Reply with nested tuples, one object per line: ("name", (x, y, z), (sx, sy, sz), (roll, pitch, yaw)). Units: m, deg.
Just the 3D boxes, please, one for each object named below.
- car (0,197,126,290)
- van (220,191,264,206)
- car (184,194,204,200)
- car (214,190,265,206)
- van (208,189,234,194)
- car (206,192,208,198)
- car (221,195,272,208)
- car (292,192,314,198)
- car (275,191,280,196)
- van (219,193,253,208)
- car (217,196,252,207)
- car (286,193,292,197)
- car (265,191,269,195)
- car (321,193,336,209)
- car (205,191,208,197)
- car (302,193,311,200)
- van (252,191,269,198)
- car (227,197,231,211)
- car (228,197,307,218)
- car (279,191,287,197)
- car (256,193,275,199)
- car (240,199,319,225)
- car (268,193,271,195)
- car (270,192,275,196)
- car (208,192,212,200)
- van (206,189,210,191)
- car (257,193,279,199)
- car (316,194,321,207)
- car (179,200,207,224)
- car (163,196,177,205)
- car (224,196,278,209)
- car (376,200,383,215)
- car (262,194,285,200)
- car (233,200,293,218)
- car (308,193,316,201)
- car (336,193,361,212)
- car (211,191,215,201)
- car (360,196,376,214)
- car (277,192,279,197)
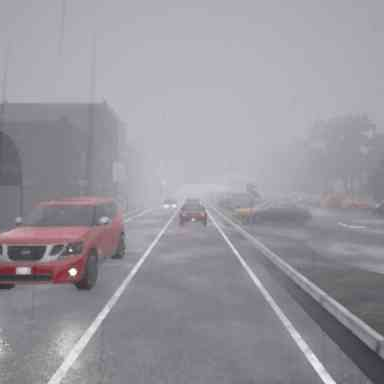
("car", (-3.356, 1.204, 9.379), (2.150, 2.045, 5.566), (0, 0, 0))
("van", (5.961, 1.135, 40.156), (4.442, 1.987, 1.878), (0, 0, 0))
("car", (0.077, 1.321, 40.991), (2.128, 1.511, 4.902), (0, 0, 0))
("car", (6.057, 1.095, 42.815), (5.566, 2.045, 2.435), (0, 0, 0))
("van", (6.043, 0.962, 67.928), (4.442, 1.987, 1.878), (0, 0, 0))
("car", (6.187, 1.168, 76.216), (4.674, 1.452, 2.002), (0, 0, 0))
("car", (6.063, 1.379, 37.250), (4.892, 1.521, 2.231), (0, 0, 0))
("car", (19.230, 1.152, 53.923), (4.553, 1.767, 2.185), (0, 0, 0))
("car", (19.199, 1.080, 65.065), (4.553, 1.767, 2.185), (0, 0, 0))
("van", (5.977, 1.104, 45.598), (4.442, 1.987, 1.878), (0, 0, 0))
("car", (6.096, 1.315, 48.383), (4.892, 1.521, 2.231), (0, 0, 0))
("car", (19.213, 1.262, 56.710), (4.892, 1.521, 2.231), (0, 0, 0))
("car", (19.225, 1.020, 73.418), (4.553, 1.767, 2.185), (0, 0, 0))
("car", (19.186, 1.108, 40.123), (5.566, 2.045, 2.435), (0, 0, 0))
("car", (6.188, 1.106, 78.999), (5.008, 1.535, 2.097), (0, 0, 0))
("car", (19.152, 1.341, 48.356), (4.792, 1.488, 2.163), (0, 0, 0))
("van", (19.197, 0.767, 92.912), (4.442, 1.987, 1.878), (0, 0, 0))
("car", (6.055, 1.450, 31.684), (4.674, 1.452, 2.002), (0, 0, 0))
("car", (5.851, 1.439, 26.118), (5.366, 1.575, 1.946), (0, 0, 0))
("car", (19.187, 0.991, 59.492), (5.566, 2.045, 2.435), (0, 0, 0))
("car", (19.300, 1.078, 87.344), (4.674, 1.452, 2.002), (0, 0, 0))
("car", (6.044, 1.497, 23.476), (4.674, 1.452, 2.002), (1, 0, 1))
("car", (19.251, 1.206, 70.634), (4.674, 1.452, 2.002), (0, 0, 0))
("car", (19.234, 1.186, 67.850), (5.008, 1.535, 2.097), (0, 0, 0))
("car", (6.122, 1.237, 65.083), (4.792, 1.488, 2.163), (0, 0, 0))
("van", (6.326, 0.837, 84.564), (4.442, 1.987, 1.878), (0, 0, 0))
("car", (19.295, 1.060, 84.559), (5.008, 1.535, 2.097), (0, 0, 0))
("car", (19.351, 1.340, 42.909), (5.366, 1.575, 1.946), (0, 0, 0))
("car", (0.088, 1.518, 24.015), (1.895, 1.301, 4.718), (0, 0, 0))
("car", (-3.351, 1.333, 52.368), (1.994, 1.385, 4.181), (0, 0, 0))
("car", (6.032, 1.423, 34.467), (4.792, 1.488, 2.163), (0, 0, 0))
("car", (19.156, 1.297, 28.985), (4.553, 1.767, 2.185), (0, 0, 0))
("car", (19.301, 1.134, 78.991), (4.792, 1.488, 2.163), (0, 0, 0))
("car", (6.074, 1.455, 28.900), (4.792, 1.488, 2.163), (0, 0, 0))
("car", (19.179, 1.328, 45.569), (5.008, 1.535, 2.097), (0, 0, 0))
("car", (19.118, 1.250, 37.215), (4.553, 1.767, 2.185), (0, 0, 0))
("car", (6.096, 1.137, 56.733), (4.553, 1.767, 2.185), (0, 0, 0))
("car", (19.164, 1.281, 31.770), (4.553, 1.767, 2.185), (0, 0, 0))
("car", (19.228, 1.224, 62.280), (5.008, 1.535, 2.097), (0, 0, 0))
